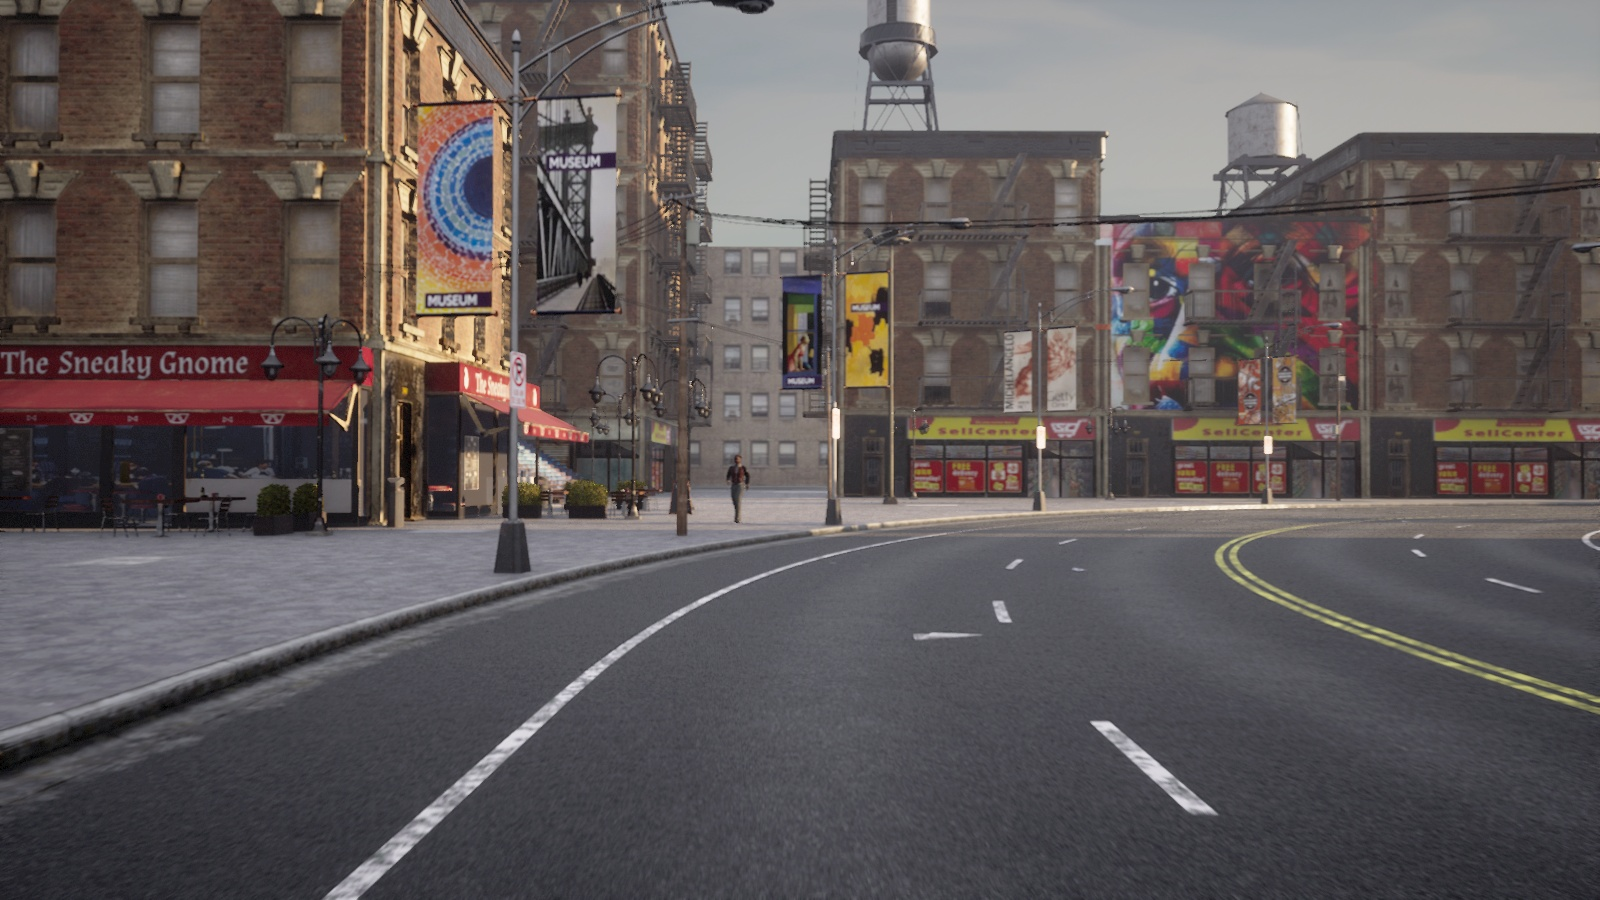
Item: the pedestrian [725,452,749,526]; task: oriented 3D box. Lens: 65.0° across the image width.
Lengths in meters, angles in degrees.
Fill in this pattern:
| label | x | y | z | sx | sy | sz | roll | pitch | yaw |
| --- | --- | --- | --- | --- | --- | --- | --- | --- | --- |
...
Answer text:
| label | x | y | z | sx | sy | sz | roll | pitch | yaw |
| --- | --- | --- | --- | --- | --- | --- | --- | --- | --- |
| pedestrian | -1.660 | 1.023 | 33.094 | 0.402 | 1.930 | 0.666 | -1 | -1 | 17 |
